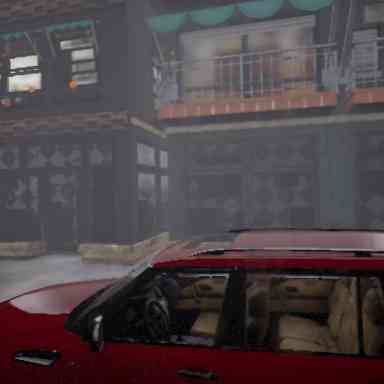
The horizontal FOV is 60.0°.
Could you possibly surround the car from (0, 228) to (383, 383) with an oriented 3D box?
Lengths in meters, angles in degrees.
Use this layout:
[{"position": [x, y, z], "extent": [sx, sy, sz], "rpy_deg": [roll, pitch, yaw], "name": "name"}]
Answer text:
[{"position": [0.380, 1.290, 2.903], "extent": [5.009, 1.841, 2.192], "rpy_deg": [-1, 0, 14], "name": "car"}]
